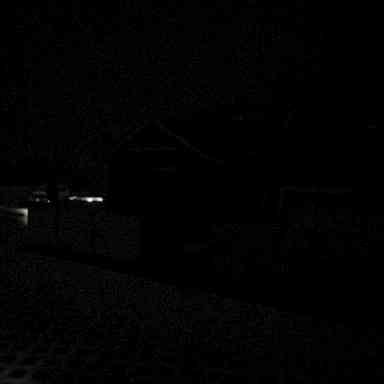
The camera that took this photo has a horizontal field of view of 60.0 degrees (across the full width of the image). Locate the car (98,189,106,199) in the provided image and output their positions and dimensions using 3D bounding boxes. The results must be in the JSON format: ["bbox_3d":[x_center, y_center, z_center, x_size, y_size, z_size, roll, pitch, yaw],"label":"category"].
[{"bbox_3d":[-11.792,0.332,48.978,2.033,1.411,5.357,3,2,-3],"label":"car"}]

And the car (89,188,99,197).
[{"bbox_3d":[-14.707,0.109,52.247,1.895,1.301,4.718,3,2,-2],"label":"car"}]

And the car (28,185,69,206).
[{"bbox_3d":[-14.233,0.324,33.500,2.150,2.045,5.566,3,2,1],"label":"car"}]
